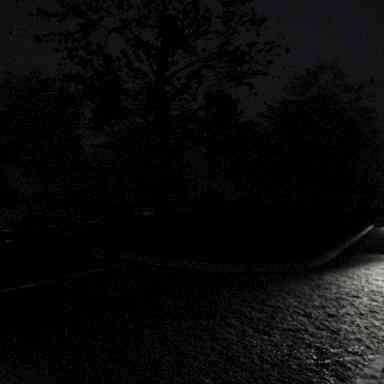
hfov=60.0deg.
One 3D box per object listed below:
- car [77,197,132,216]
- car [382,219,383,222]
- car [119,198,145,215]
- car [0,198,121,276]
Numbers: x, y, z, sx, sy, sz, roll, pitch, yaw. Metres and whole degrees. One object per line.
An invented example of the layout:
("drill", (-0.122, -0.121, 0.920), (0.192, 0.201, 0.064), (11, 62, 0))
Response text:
("car", (-7.744, 1.243, 29.749), (1.812, 1.442, 4.674), (-1, 0, 35))
("car", (8.983, 1.452, 13.401), (2.128, 1.511, 4.902), (-1, 0, 36))
("car", (-5.865, 1.203, 26.856), (1.812, 1.442, 4.674), (-1, 0, 35))
("car", (-4.508, 1.131, 9.048), (2.185, 1.767, 4.553), (2, 1, 35))
